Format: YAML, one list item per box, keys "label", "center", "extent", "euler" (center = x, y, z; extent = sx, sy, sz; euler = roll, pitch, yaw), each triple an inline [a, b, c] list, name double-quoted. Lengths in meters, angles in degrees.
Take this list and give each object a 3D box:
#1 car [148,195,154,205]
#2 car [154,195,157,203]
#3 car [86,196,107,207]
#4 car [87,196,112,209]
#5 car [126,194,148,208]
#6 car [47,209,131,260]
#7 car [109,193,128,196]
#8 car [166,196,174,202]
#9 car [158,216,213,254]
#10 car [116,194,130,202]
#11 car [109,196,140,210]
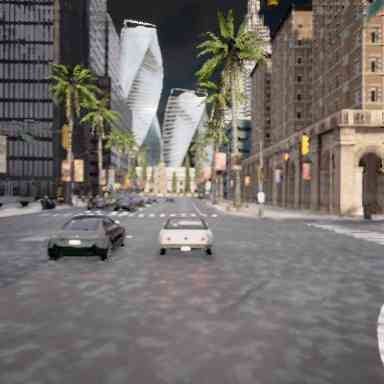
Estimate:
- label: "car"
  center: [-8.409, 1.539, 59.865]
  extent: [1.812, 1.442, 4.674]
  euler: [0, 0, -1]
- label: "car"
  center: [-8.618, 1.378, 70.064]
  extent: [2.097, 1.767, 4.553]
  euler: [0, 0, -1]
- label: "car"
  center: [-14.930, 1.472, 52.223]
  extent: [2.161, 1.482, 4.786]
  euler: [0, 0, -2]
- label: "car"
  center: [-11.582, 1.533, 41.494]
  extent: [1.994, 1.385, 4.181]
  euler: [0, 0, -2]
- label: "car"
  center: [-8.220, 1.480, 49.807]
  extent: [1.882, 1.535, 5.008]
  euler: [0, 0, -1]
- label: "car"
  center: [-3.728, 1.553, 12.443]
  extent: [1.994, 1.385, 4.181]
  euler: [0, 0, -1]
- label: "car"
  center: [-11.726, 1.201, 50.786]
  extent: [2.150, 2.045, 5.566]
  euler: [0, 0, -1]
- label: "car"
  center: [-5.501, 1.599, 81.638]
  extent: [2.033, 1.411, 5.357]
  euler: [0, 0, -2]
- label: "car"
  center: [-0.255, 1.615, 13.438]
  extent: [1.895, 1.301, 4.718]
  euler: [0, 0, -1]
- label: "car"
  center: [-15.353, 1.336, 74.150]
  extent: [2.185, 1.767, 4.553]
  euler: [0, 0, -2]
- label: "car"
  center: [-8.049, 1.540, 40.113]
  extent: [2.033, 1.411, 5.357]
  euler: [0, 0, -1]
